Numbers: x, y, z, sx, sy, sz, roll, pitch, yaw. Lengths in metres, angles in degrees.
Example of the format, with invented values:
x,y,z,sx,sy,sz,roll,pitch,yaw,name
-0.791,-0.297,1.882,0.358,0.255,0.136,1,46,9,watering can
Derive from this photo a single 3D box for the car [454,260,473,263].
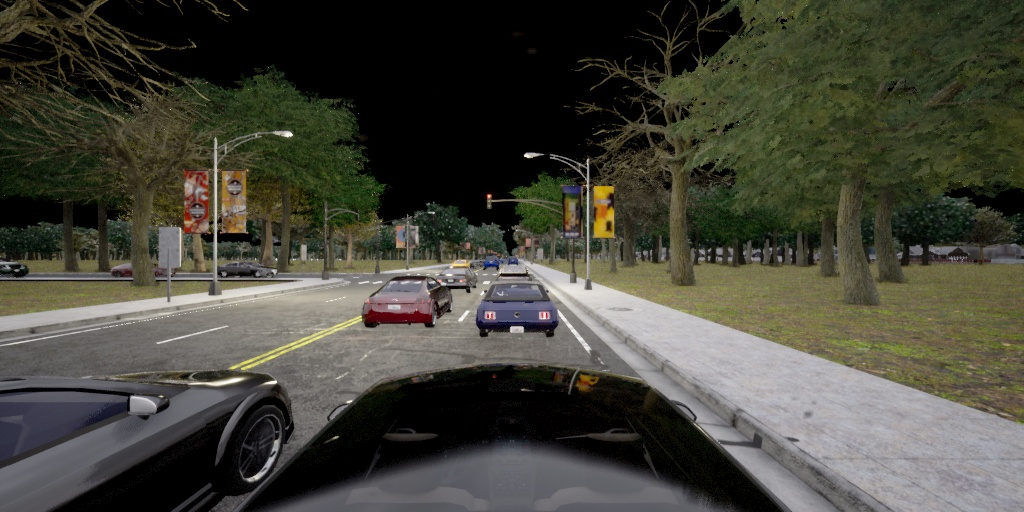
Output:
x,y,z,sx,sy,sz,roll,pitch,yaw,name
-6.474,1.241,45.465,1.882,1.535,5.008,0,0,0,car

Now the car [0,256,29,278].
x,y,z,sx,sy,sz,roll,pitch,yaw,name
-46.446,0.930,31.654,5.566,2.045,2.150,0,0,0,car

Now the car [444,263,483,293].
x,y,z,sx,sy,sz,roll,pitch,yaw,name
-3.098,1.300,20.667,2.033,1.411,5.357,0,0,0,car

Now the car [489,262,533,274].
x,y,z,sx,sy,sz,roll,pitch,yaw,name
0.129,1.244,19.444,2.128,1.511,4.902,0,0,1,car

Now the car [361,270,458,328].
x,y,z,sx,sy,sz,roll,pitch,yaw,name
-3.117,1.315,11.426,1.994,1.385,4.181,0,0,-1,car

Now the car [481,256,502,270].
x,y,z,sx,sy,sz,roll,pitch,yaw,name
-2.964,0.993,53.598,2.150,2.045,5.566,0,0,0,car

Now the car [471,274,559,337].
x,y,z,sx,sy,sz,roll,pitch,yaw,name
0.123,1.351,10.190,1.895,1.301,4.718,0,0,0,car

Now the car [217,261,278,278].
x,y,z,sx,sy,sz,roll,pitch,yaw,name
-23.301,1.223,31.552,4.902,1.511,2.128,0,0,0,car

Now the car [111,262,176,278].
x,y,z,sx,sy,sz,roll,pitch,yaw,name
-32.437,1.246,31.583,4.674,1.442,1.812,0,0,0,car

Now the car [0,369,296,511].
x,y,z,sx,sy,sz,roll,pitch,yaw,name
-3.152,1.314,1.862,1.994,1.385,4.181,0,0,0,car

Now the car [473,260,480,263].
x,y,z,sx,sy,sz,roll,pitch,yaw,name
-6.435,1.372,54.872,1.895,1.301,4.718,0,0,0,car
